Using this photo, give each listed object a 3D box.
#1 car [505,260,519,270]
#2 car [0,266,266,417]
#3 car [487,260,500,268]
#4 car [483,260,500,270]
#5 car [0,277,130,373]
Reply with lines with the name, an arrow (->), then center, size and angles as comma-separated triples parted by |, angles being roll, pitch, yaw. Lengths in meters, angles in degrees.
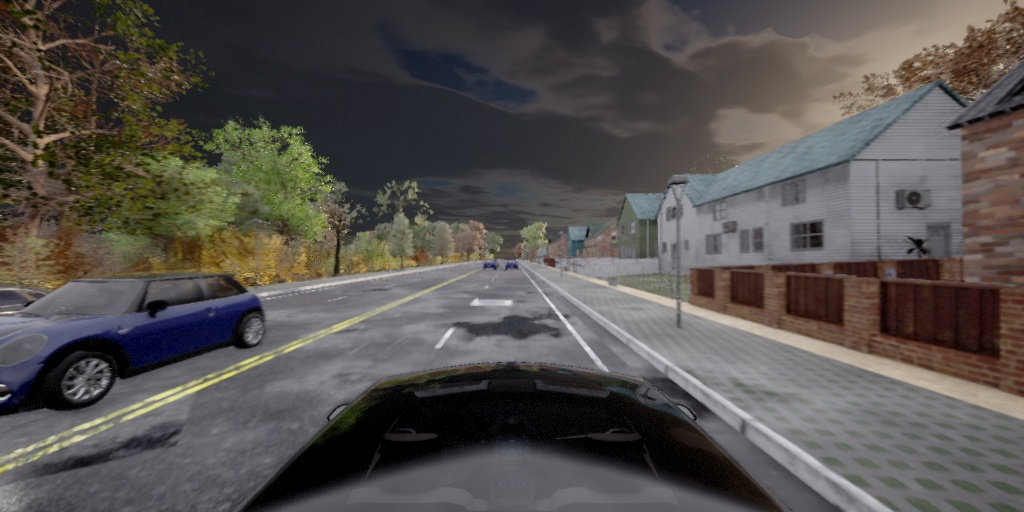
car -> -0.015, 1.265, 52.791 | 1.882, 1.535, 5.008 | 0, 0, 0
car -> -6.575, 1.102, 6.102 | 2.097, 1.767, 4.553 | 0, 0, 0
car -> -3.268, 1.366, 63.688 | 1.994, 1.385, 4.181 | 0, 0, 0
car -> -3.265, 1.266, 53.485 | 1.882, 1.535, 5.008 | 0, 0, 0
car -> -9.826, 1.241, 5.766 | 2.128, 1.511, 4.902 | 0, 0, 0
